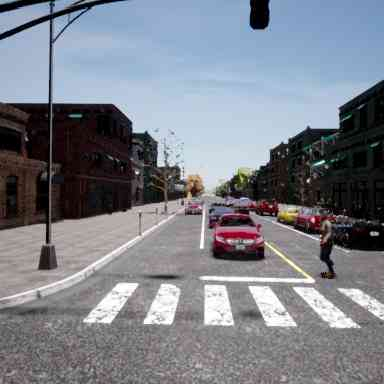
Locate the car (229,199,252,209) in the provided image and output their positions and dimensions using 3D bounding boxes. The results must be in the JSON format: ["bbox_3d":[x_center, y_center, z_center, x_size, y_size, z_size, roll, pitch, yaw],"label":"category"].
[{"bbox_3d":[6.184,1.986,42.691,2.033,1.411,5.357,1,-1,3],"label":"car"}]

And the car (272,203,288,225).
[{"bbox_3d":[8.142,1.864,27.186,1.752,1.417,4.829,0,-1,2],"label":"car"}]

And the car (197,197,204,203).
[{"bbox_3d":[2.441,2.252,93.877,1.967,1.590,4.097,0,-1,2],"label":"car"}]

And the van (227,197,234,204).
[{"bbox_3d":[10.815,2.287,93.541,1.690,1.788,3.998,0,-1,2],"label":"van"}]

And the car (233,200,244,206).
[{"bbox_3d":[9.920,2.325,71.364,1.802,1.307,4.206,0,-1,2],"label":"car"}]

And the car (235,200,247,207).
[{"bbox_3d":[9.698,2.238,65.821,1.887,1.381,4.507,0,-1,2],"label":"car"}]

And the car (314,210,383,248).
[{"bbox_3d":[7.689,1.800,15.928,1.947,1.339,4.313,0,-1,2],"label":"car"}]

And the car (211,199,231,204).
[{"bbox_3d":[2.628,1.810,33.884,1.837,1.490,4.892,1,-1,2],"label":"car"}]

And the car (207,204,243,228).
[{"bbox_3d":[2.209,1.774,23.576,1.994,1.385,4.181,1,0,2],"label":"car"}]

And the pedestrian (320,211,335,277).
[{"bbox_3d":[3.735,1.407,9.246,0.375,1.860,0.375,0,0,2],"label":"pedestrian"}]

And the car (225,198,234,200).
[{"bbox_3d":[6.820,2.186,58.675,1.895,1.301,4.718,1,0,2],"label":"car"}]

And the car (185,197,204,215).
[{"bbox_3d":[0.210,1.745,38.440,1.967,1.590,4.097,0,-1,2],"label":"car"}]

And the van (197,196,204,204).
[{"bbox_3d":[2.219,2.103,88.334,1.690,1.788,3.998,0,-1,2],"label":"van"}]

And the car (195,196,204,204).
[{"bbox_3d":[1.996,2.026,82.790,2.192,1.841,5.009,0,-1,2],"label":"car"}]

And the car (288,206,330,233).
[{"bbox_3d":[7.913,1.726,21.473,1.967,1.590,4.097,0,-1,2],"label":"car"}]

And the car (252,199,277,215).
[{"bbox_3d":[8.583,1.754,38.105,2.192,1.841,5.009,0,-1,2],"label":"car"}]

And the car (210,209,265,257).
[{"bbox_3d":[1.778,1.644,13.632,1.812,1.442,4.674,1,0,3],"label":"car"}]
